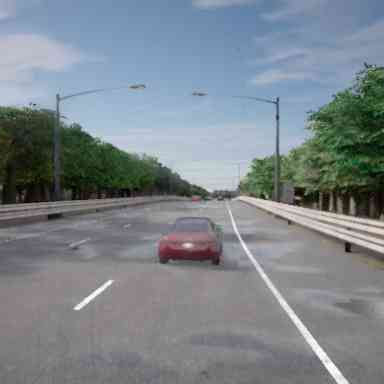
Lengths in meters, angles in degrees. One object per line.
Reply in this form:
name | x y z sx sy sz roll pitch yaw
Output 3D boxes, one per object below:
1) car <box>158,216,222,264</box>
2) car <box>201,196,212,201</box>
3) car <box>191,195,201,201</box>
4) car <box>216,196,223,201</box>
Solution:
car | 0.073 1.559 11.893 1.994 1.385 4.181 0 0 5
car | 4.408 1.967 94.511 1.895 1.301 4.718 0 -2 5
car | 0.919 1.716 94.789 2.097 1.767 4.553 0 -2 5
car | 7.890 1.904 94.152 1.812 1.442 4.674 0 -2 5
